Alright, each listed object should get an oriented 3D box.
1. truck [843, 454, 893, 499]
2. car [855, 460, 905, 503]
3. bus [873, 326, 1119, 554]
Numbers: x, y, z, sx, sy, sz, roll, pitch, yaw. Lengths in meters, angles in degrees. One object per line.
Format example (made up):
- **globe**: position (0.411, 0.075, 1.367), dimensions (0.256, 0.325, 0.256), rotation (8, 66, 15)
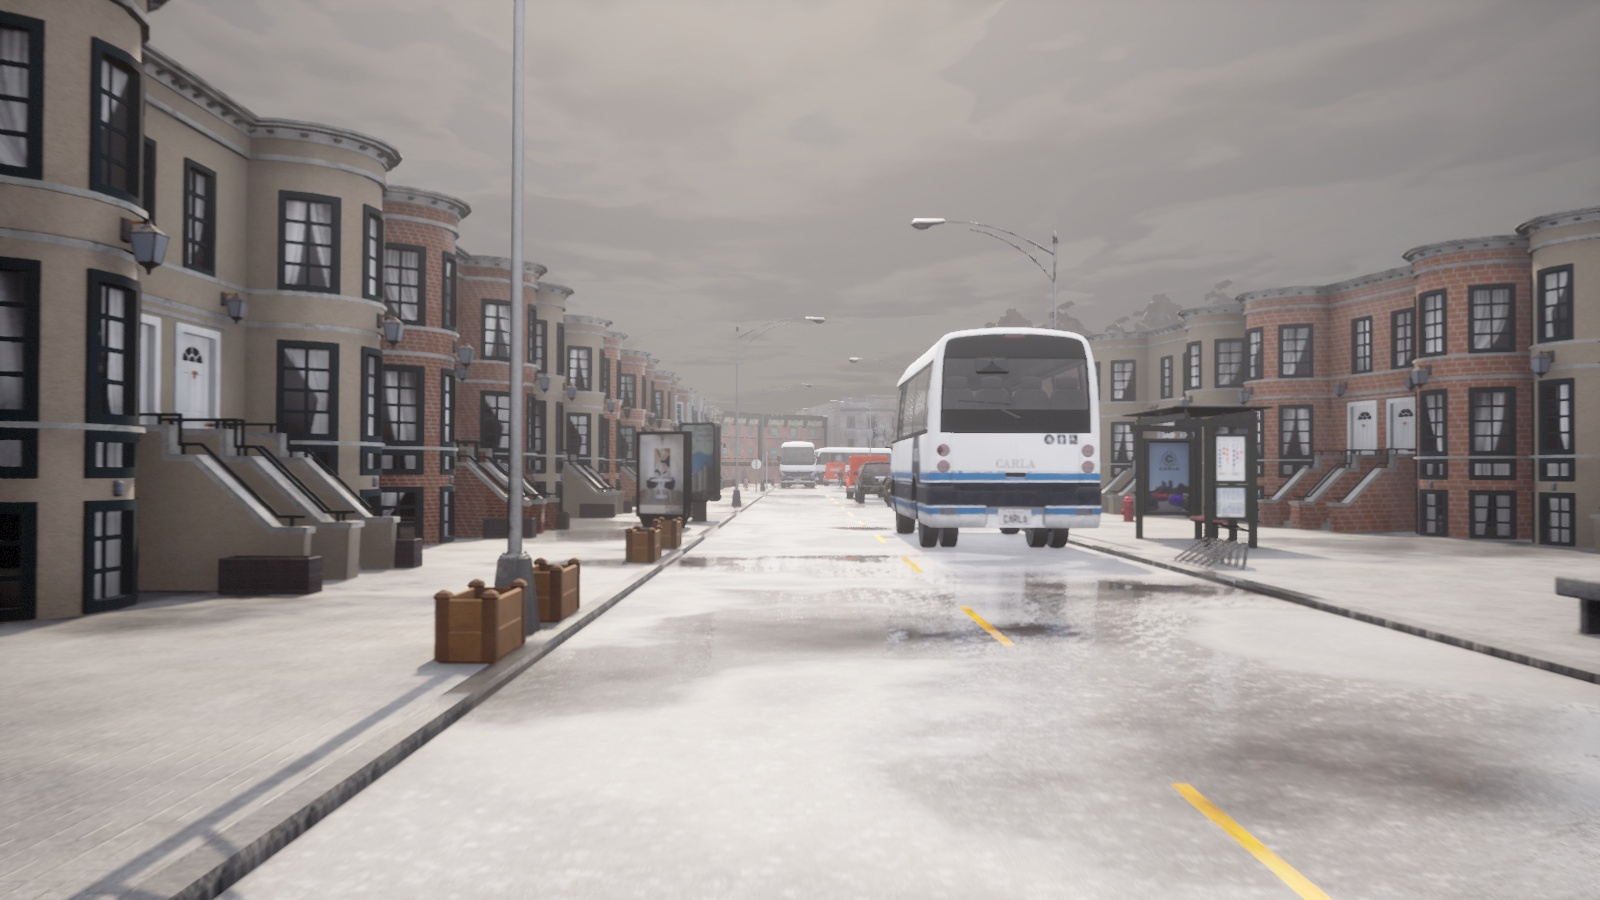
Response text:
- **truck**: position (3.912, 1.534, 72.998), dimensions (2.627, 2.467, 5.204), rotation (0, -1, 0)
- **car**: position (3.927, 1.571, 62.884), dimensions (2.150, 2.045, 5.566), rotation (0, -1, 0)
- **bus**: position (3.960, -0.099, 28.595), dimensions (3.944, 4.253, 10.273), rotation (0, -1, 0)
